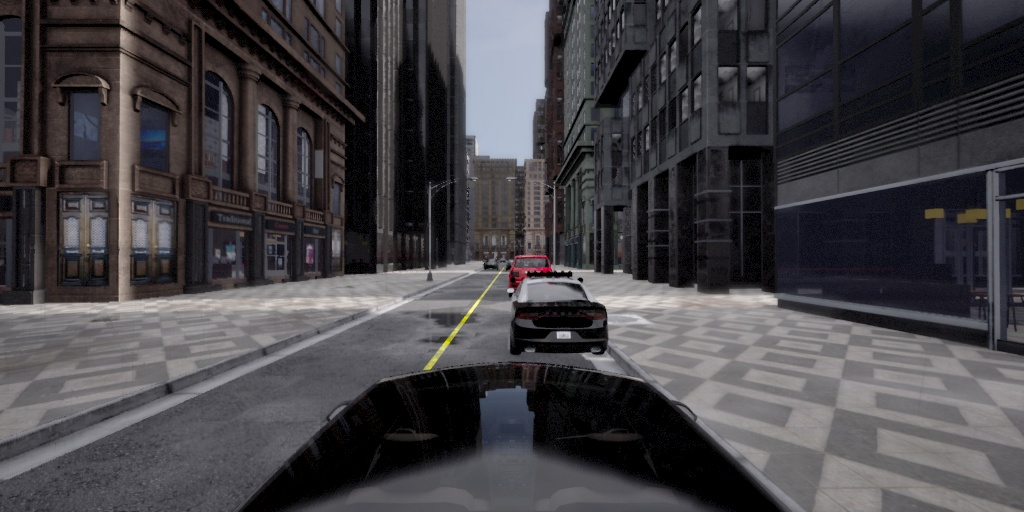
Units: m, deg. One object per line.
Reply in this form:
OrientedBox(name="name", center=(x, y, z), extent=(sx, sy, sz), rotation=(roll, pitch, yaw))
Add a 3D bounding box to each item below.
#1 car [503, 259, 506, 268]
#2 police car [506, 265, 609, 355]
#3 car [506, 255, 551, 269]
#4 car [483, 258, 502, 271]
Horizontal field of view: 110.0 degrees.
OrientedBox(name="car", center=(0.103, 1.407, 48.548), extent=(1.895, 1.301, 4.718), rotation=(0, 0, 1))
OrientedBox(name="police car", center=(0.906, 1.178, 8.844), extent=(1.930, 1.638, 5.238), rotation=(0, 0, 0))
OrientedBox(name="car", center=(0.919, 0.983, 18.766), extent=(2.150, 2.045, 5.566), rotation=(0, 0, 0))
OrientedBox(name="car", center=(-2.943, 1.164, 51.161), extent=(2.097, 1.767, 4.553), rotation=(0, 0, 0))
